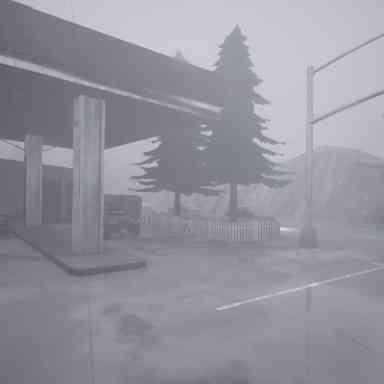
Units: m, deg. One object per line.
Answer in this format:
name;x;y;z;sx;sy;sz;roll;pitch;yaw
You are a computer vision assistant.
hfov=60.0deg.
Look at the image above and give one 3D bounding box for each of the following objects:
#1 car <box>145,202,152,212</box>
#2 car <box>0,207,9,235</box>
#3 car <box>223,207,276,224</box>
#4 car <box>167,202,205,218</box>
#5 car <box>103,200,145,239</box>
car;-6.536;1.652;40.227;1.812;1.442;4.674;1;0;-35
car;-11.604;1.521;18.514;2.242;1.667;4.611;1;0;-36
car;4.244;1.817;24.900;1.994;1.385;4.181;1;0;-35
car;-0.672;1.721;31.899;1.812;1.442;4.674;1;0;-35
car;-4.473;1.446;18.305;1.905;1.878;3.866;1;0;-36
